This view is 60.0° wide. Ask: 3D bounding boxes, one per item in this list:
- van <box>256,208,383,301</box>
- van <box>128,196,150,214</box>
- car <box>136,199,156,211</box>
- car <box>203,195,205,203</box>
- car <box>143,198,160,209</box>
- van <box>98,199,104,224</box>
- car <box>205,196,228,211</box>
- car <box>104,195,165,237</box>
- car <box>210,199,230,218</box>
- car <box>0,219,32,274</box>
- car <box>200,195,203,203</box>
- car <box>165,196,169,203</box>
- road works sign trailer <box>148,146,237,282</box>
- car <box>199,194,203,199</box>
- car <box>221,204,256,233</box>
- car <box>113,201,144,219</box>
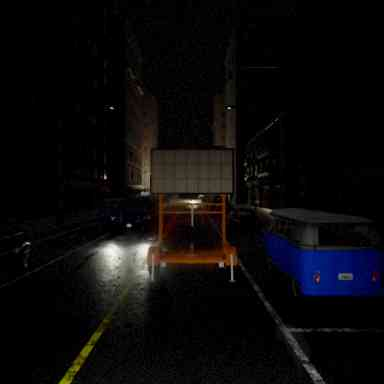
[{"bbox_3d":[2.865,1.340,8.045,1.690,1.788,3.998,0,0,0],"label":"van"},{"bbox_3d":[-5.632,1.337,35.560,1.690,1.788,3.998,0,0,0],"label":"van"},{"bbox_3d":[-5.626,1.563,41.062,1.947,1.339,4.313,0,0,0],"label":"car"},{"bbox_3d":[2.905,1.437,46.554,1.967,1.590,4.097,0,0,0],"label":"car"},{"bbox_3d":[-5.620,1.579,46.563,1.802,1.307,4.206,0,0,0],"label":"car"},{"bbox_3d":[-5.644,1.338,24.559,1.690,1.788,3.998,0,0,0],"label":"van"},{"bbox_3d":[2.893,1.311,35.551,2.192,1.841,5.009,0,0,0],"label":"car"},{"bbox_3d":[-2.986,1.219,18.496,2.150,2.045,5.566,0,0,0],"label":"car"},{"bbox_3d":[2.888,1.578,30.050,1.802,1.307,4.206,0,0,0],"label":"car"},{"bbox_3d":[-5.661,1.439,8.054,1.967,1.590,4.097,0,0,0],"label":"car"},{"bbox_3d":[2.916,1.551,57.557,2.008,1.369,4.403,0,0,0],"label":"car"},{"bbox_3d":[-5.609,1.566,57.566,1.947,1.339,4.313,0,0,0],"label":"car"},{"bbox_3d":[0.011,0.463,9.726,2.380,3.560,2.880,0,0,0],"label":"road works sign trailer"},{"bbox_3d":[2.928,1.570,68.559,1.947,1.339,4.313,0,0,0],"label":"car"},{"bbox_3d":[2.876,1.579,19.047,1.802,1.307,4.206,0,0,0],"label":"car"},{"bbox_3d":[-5.638,1.547,30.059,2.008,1.369,4.403,0,0,0],"label":"car"}]
